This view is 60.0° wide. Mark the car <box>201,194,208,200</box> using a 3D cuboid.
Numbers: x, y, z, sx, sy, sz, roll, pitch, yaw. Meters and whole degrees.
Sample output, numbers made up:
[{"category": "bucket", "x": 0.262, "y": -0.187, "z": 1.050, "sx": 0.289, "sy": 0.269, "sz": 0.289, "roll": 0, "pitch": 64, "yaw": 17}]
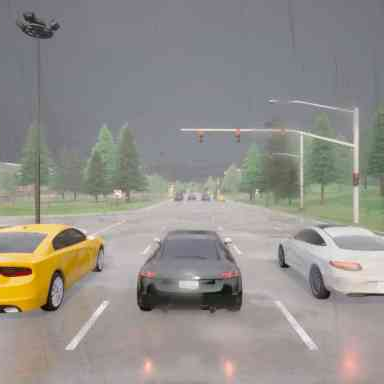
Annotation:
[{"category": "car", "x": 3.506, "y": 1.332, "z": 92.111, "sx": 1.837, "sy": 1.490, "sz": 4.892, "roll": 0, "pitch": 0, "yaw": 0}]

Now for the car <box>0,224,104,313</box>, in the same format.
[{"category": "car", "x": -3.487, "y": 1.478, "z": 7.761, "sx": 1.882, "sy": 1.535, "sz": 5.008, "roll": 0, "pitch": 0, "yaw": 0}]

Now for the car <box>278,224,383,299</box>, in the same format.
[{"category": "car", "x": 3.519, "y": 1.526, "z": 8.305, "sx": 1.812, "sy": 1.442, "sz": 4.674, "roll": 0, "pitch": 0, "yaw": 1}]

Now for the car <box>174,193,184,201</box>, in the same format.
[{"category": "car", "x": -3.495, "y": 1.587, "z": 82.138, "sx": 1.895, "sy": 1.301, "sz": 4.718, "roll": 0, "pitch": 0, "yaw": 0}]

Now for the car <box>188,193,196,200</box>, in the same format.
[{"category": "car", "x": 0.006, "y": 1.187, "z": 92.081, "sx": 2.097, "sy": 1.767, "sz": 4.553, "roll": 0, "pitch": 0, "yaw": 0}]

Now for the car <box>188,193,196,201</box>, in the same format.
[{"category": "car", "x": 0.005, "y": 1.347, "z": 82.078, "sx": 2.097, "sy": 1.767, "sz": 4.553, "roll": 0, "pitch": 0, "yaw": 0}]

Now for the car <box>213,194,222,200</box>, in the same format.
[{"category": "car", "x": 7.006, "y": 1.385, "z": 92.111, "sx": 1.994, "sy": 1.385, "sz": 4.181, "roll": 0, "pitch": 0, "yaw": 0}]

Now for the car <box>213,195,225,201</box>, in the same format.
[{"category": "car", "x": 7.005, "y": 1.469, "z": 81.691, "sx": 1.882, "sy": 1.535, "sz": 5.008, "roll": 0, "pitch": 0, "yaw": 0}]

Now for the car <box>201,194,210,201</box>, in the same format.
[{"category": "car", "x": 3.505, "y": 1.545, "z": 82.108, "sx": 1.994, "sy": 1.385, "sz": 4.181, "roll": 0, "pitch": 0, "yaw": 0}]

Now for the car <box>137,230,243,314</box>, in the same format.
[{"category": "car", "x": 0.002, "y": 1.564, "z": 7.732, "sx": 1.994, "sy": 1.385, "sz": 4.181, "roll": 0, "pitch": 0, "yaw": 2}]
